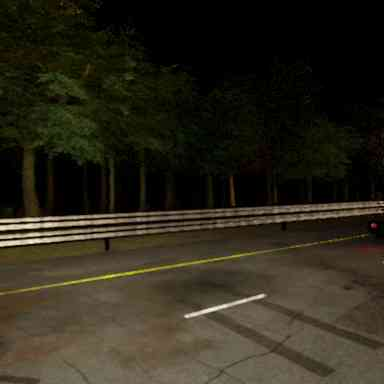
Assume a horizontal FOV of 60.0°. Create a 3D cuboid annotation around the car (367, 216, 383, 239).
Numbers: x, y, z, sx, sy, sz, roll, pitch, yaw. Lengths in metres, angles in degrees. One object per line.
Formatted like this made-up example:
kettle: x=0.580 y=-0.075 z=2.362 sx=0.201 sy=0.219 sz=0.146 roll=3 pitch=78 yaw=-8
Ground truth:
car: x=10.109 y=1.487 z=15.227 sx=4.718 sy=1.301 sz=1.895 roll=-1 pitch=0 yaw=-35
